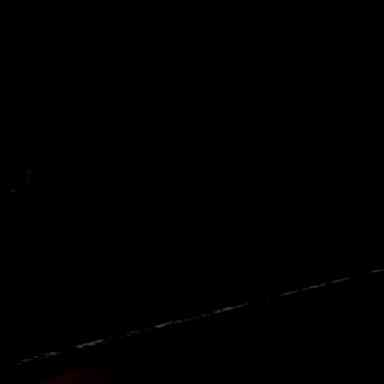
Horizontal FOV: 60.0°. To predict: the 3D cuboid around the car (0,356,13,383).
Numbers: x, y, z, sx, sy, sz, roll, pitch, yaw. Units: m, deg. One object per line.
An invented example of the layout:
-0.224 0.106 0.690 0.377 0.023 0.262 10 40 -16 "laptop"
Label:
-3.719 1.523 1.339 5.357 1.411 2.033 1 0 -36 "car"
